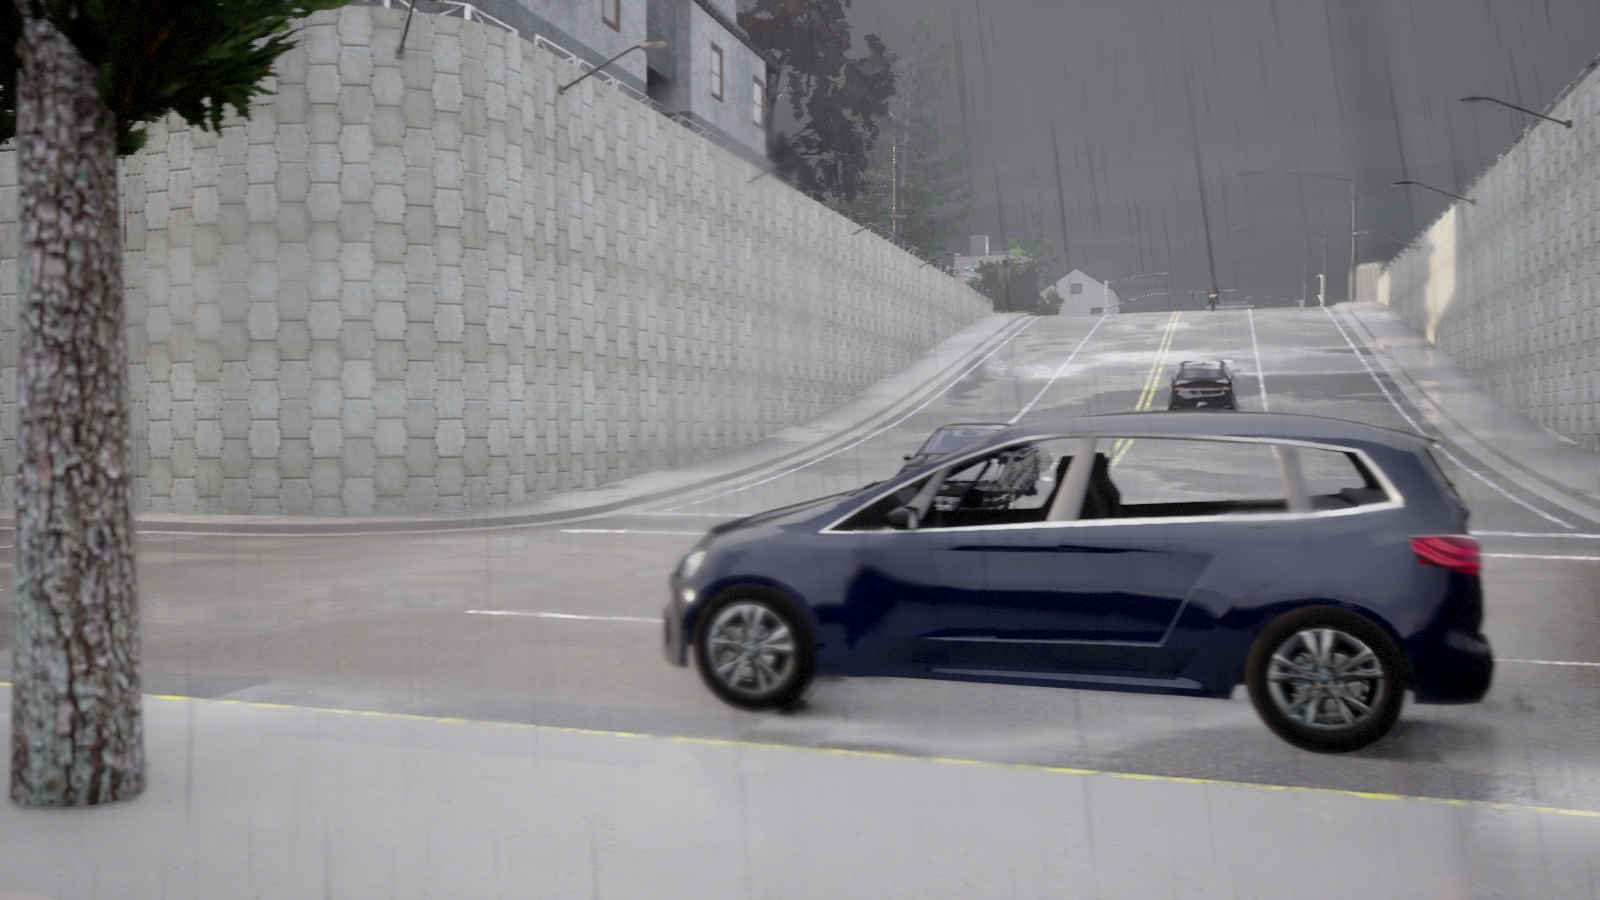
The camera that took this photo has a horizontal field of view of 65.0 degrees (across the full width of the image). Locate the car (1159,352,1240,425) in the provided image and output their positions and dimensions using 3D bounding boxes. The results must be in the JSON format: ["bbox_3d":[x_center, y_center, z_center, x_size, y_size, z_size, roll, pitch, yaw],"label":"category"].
[{"bbox_3d":[11.846,-1.871,37.121,2.128,1.511,4.902,1,10,19],"label":"car"}]

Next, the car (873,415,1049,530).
[{"bbox_3d":[2.972,0.266,21.934,2.033,1.411,5.357,1,5,19],"label":"car"}]

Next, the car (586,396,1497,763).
[{"bbox_3d":[1.322,0.551,7.492,4.611,1.667,2.242,1,1,19],"label":"car"}]
